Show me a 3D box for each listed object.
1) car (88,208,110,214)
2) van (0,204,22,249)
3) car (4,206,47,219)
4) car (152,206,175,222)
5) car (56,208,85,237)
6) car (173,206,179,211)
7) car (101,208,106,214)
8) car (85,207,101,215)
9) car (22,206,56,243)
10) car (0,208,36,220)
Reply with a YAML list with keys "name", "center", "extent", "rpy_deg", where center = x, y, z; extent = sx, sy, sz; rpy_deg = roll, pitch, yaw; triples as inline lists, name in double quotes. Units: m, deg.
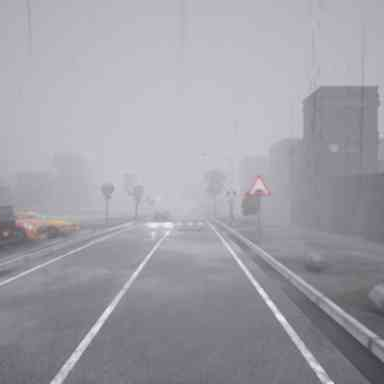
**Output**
- name: "car"
  center: [-21.750, 4.419, 77.861]
  extent: [4.674, 1.452, 2.002]
  rpy_deg: [0, -3, 0]
- name: "van"
  center: [-9.639, 1.438, 13.378]
  extent: [4.442, 1.987, 1.878]
  rpy_deg: [0, -1, 0]
- name: "car"
  center: [-21.936, 2.681, 43.872]
  extent: [4.553, 1.767, 2.185]
  rpy_deg: [0, -3, 0]
- name: "car"
  center: [-3.301, 2.603, 36.944]
  extent: [1.895, 1.301, 4.718]
  rpy_deg: [0, -1, 0]
- name: "car"
  center: [-9.364, 1.821, 19.326]
  extent: [5.366, 1.575, 1.946]
  rpy_deg: [0, -2, 0]
- name: "car"
  center: [-3.050, 4.407, 78.446]
  extent: [2.128, 1.511, 4.902]
  rpy_deg: [0, -3, 0]
- name: "car"
  center: [-21.776, 4.083, 71.448]
  extent: [4.892, 1.521, 2.231]
  rpy_deg: [0, -3, 0]
- name: "car"
  center: [-21.793, 3.971, 68.174]
  extent: [4.674, 1.452, 2.002]
  rpy_deg: [0, -3, 0]
- name: "car"
  center: [-9.567, 1.614, 16.412]
  extent: [4.553, 1.767, 2.185]
  rpy_deg: [0, -2, 0]
- name: "car"
  center: [-21.878, 2.702, 40.697]
  extent: [4.674, 1.452, 2.002]
  rpy_deg: [0, -3, 0]
